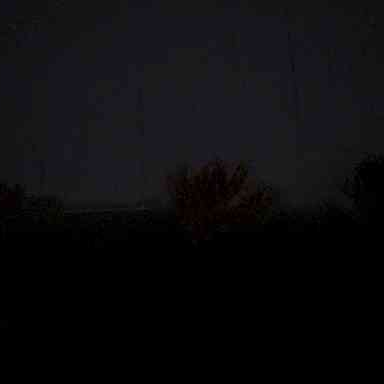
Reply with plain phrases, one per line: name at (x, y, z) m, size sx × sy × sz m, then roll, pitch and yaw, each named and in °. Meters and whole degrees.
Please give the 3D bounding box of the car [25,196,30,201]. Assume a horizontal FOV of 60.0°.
car at (-21.295, 1.509, 40.705) m, size 2.150 × 2.045 × 5.566 m, roll -1°, pitch -1°, yaw 36°

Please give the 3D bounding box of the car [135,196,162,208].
car at (-7.674, 1.764, 59.564) m, size 2.150 × 2.045 × 5.566 m, roll -1°, pitch -1°, yaw 36°
